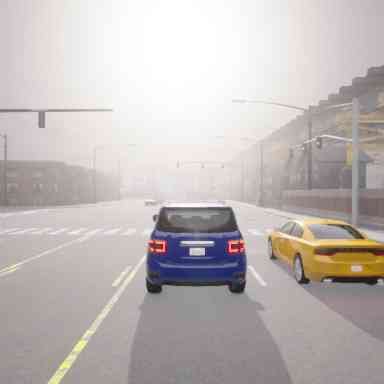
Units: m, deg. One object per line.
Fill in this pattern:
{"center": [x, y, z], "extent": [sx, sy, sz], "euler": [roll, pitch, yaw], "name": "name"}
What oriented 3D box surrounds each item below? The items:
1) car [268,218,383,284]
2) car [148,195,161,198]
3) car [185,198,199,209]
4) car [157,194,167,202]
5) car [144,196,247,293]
{"center": [3.565, 1.502, 9.667], "extent": [1.882, 1.535, 5.008], "euler": [0, 0, 0], "name": "car"}
{"center": [-7.070, 1.606, 57.977], "extent": [2.033, 1.411, 5.357], "euler": [0, 0, 0], "name": "car"}
{"center": [0.054, 1.615, 49.327], "extent": [2.033, 1.411, 5.357], "euler": [0, 0, 1], "name": "car"}
{"center": [-6.995, 1.441, 77.908], "extent": [2.097, 1.767, 4.553], "euler": [0, 0, 0], "name": "car"}
{"center": [0.065, 1.236, 9.041], "extent": [2.150, 2.045, 5.566], "euler": [0, 0, -1], "name": "car"}
